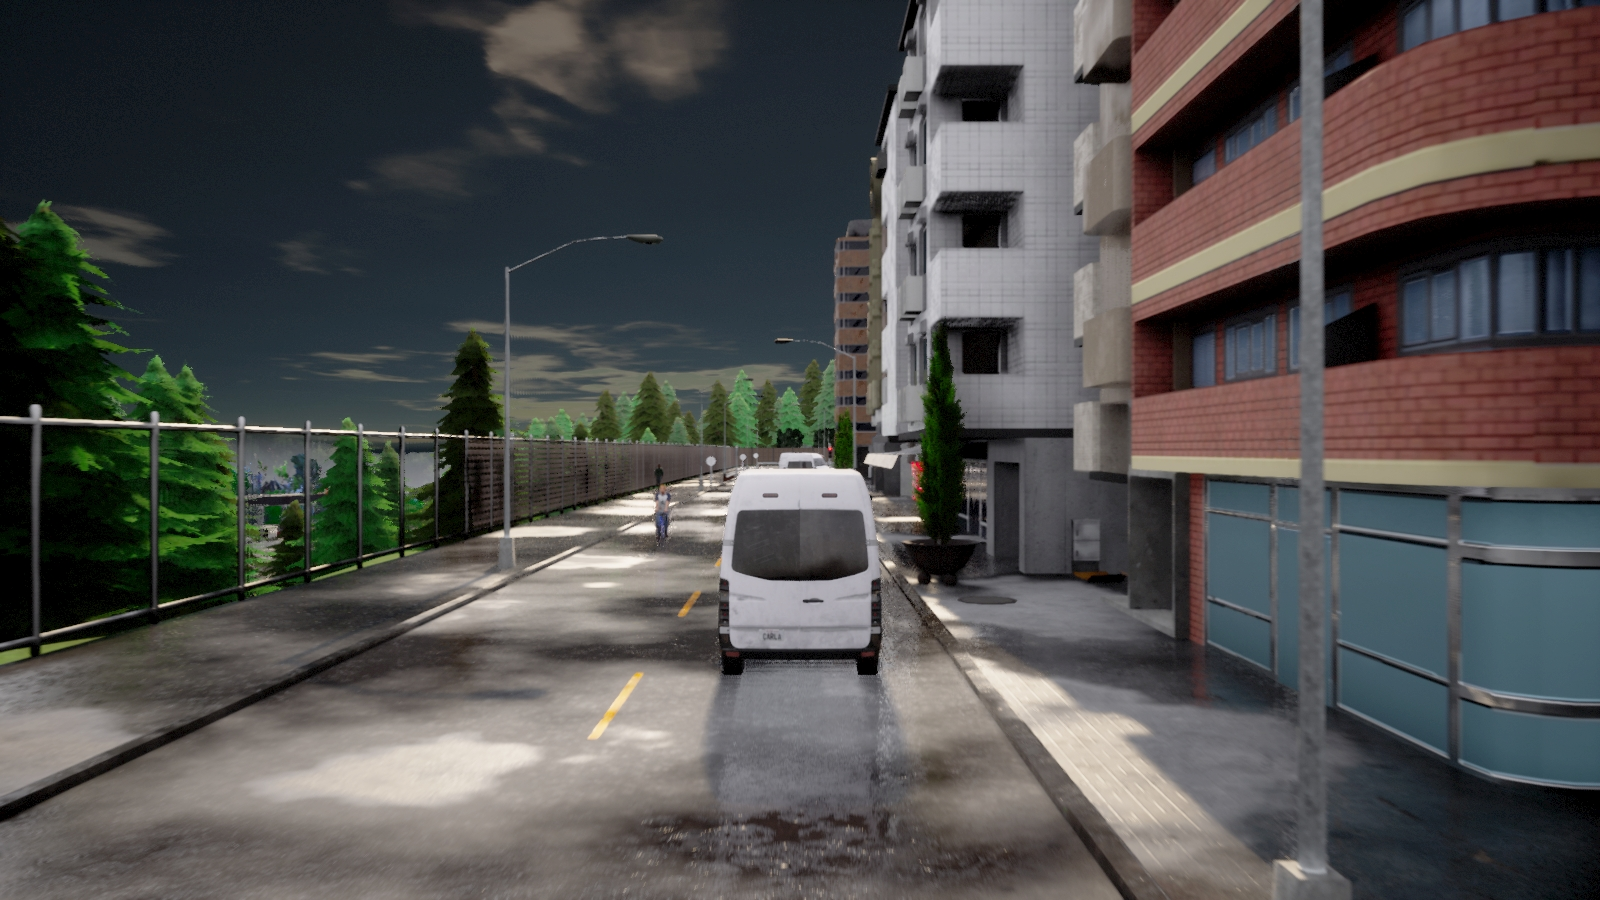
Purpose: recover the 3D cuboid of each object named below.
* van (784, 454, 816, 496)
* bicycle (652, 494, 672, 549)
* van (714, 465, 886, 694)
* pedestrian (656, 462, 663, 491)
[{"bbox_3d":[0.000,1.532,72.598,1.988,2.561,5.915,0,0,0],"label":"van"},{"bbox_3d":[-3.999,2.055,33.187,0.373,1.496,1.643,0,0,0],"label":"bicycle"},{"bbox_3d":[-0.004,1.534,16.154,1.988,2.561,5.915,0,0,0],"label":"van"},{"bbox_3d":[-9.158,1.742,74.520,0.375,1.860,0.375,0,0,0],"label":"pedestrian"}]
